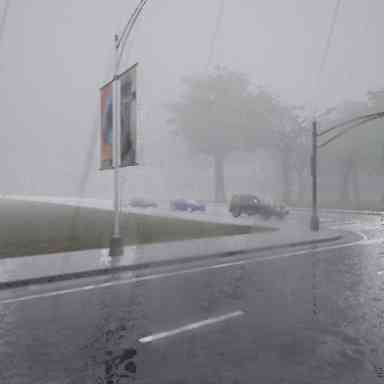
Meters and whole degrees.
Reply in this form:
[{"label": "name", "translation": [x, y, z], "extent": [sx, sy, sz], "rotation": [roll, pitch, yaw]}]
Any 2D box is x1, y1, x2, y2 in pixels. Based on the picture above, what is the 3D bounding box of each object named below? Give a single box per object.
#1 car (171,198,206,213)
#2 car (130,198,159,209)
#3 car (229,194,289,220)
[{"label": "car", "translation": [-0.453, 1.418, 36.513], "extent": [1.882, 1.535, 5.008], "rotation": [0, 0, -36]}, {"label": "car", "translation": [-6.528, 1.457, 44.865], "extent": [2.033, 1.411, 5.357], "rotation": [0, 0, -36]}, {"label": "car", "translation": [5.551, 1.198, 28.273], "extent": [2.150, 2.045, 5.566], "rotation": [0, 0, -36]}]
